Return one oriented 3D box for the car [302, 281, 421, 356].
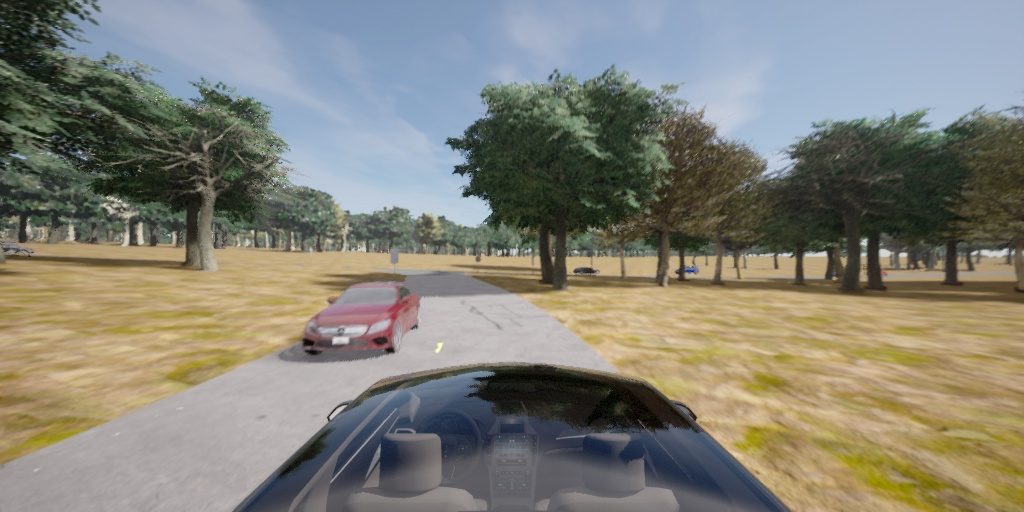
[{"bbox_3d":[-3.510,1.405,9.238,1.812,1.442,4.674,0,-1,-5],"label":"car"}]
